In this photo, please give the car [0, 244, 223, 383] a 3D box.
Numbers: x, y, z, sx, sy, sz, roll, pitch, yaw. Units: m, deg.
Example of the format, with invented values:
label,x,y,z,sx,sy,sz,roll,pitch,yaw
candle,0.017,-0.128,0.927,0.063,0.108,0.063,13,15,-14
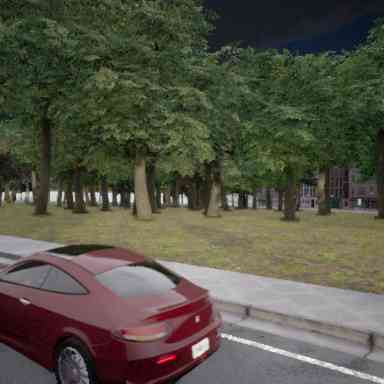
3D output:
label,x,y,z,sx,sy,sz,roll,pitch,yaw
car,-1.773,1.525,4.965,4.674,1.442,1.812,0,0,36
